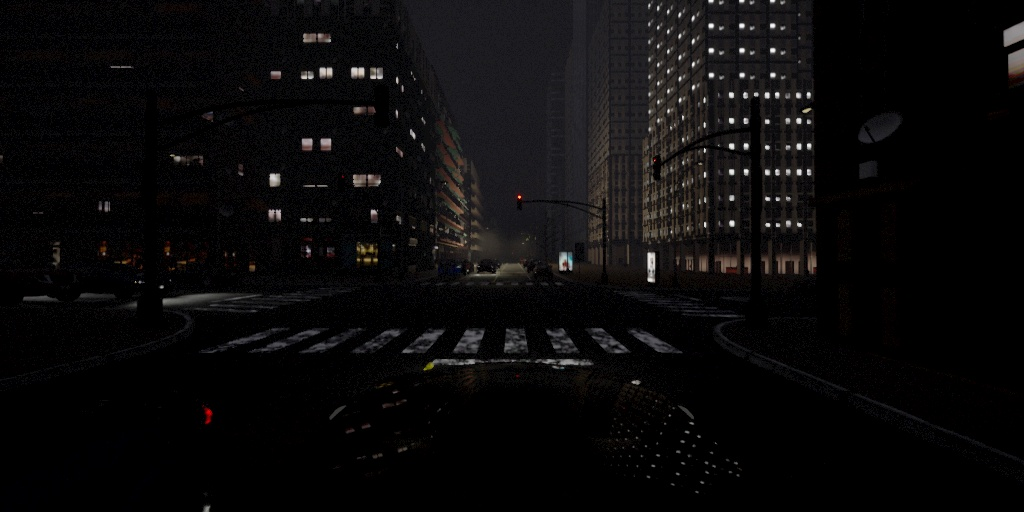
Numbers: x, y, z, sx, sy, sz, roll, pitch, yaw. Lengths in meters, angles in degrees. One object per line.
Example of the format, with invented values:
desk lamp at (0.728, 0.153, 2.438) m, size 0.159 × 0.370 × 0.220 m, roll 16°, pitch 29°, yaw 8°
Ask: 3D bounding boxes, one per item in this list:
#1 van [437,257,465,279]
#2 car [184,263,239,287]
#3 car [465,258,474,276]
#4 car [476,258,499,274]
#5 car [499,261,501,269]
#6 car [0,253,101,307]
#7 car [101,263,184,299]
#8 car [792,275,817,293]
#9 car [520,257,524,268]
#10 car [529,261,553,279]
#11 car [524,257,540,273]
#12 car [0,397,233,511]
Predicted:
van at (-5.613, 1.098, 32.511) m, size 1.690 × 1.789 × 3.998 m, roll 0°, pitch 0°, yaw 0°
car at (-18.745, 1.101, 21.370) m, size 4.313 × 1.339 × 1.948 m, roll 0°, pitch 0°, yaw 0°
car at (-5.600, 1.074, 38.039) m, size 2.192 × 1.841 × 5.009 m, roll 0°, pitch 0°, yaw 0°
car at (-2.903, 1.108, 41.294) m, size 2.097 × 1.767 × 4.553 m, roll 0°, pitch 0°, yaw 0°
car at (-2.861, 1.227, 58.159) m, size 1.882 × 1.535 × 5.008 m, roll 0°, pitch 0°, yaw 0°
car at (-18.744, 0.782, 12.990) m, size 5.009 × 1.841 × 2.192 m, roll 0°, pitch 0°, yaw 0°
car at (-17.582, 1.031, 15.610) m, size 4.674 × 1.442 × 1.812 m, roll 1°, pitch 0°, yaw 0°
car at (19.443, 1.641, 21.680) m, size 4.403 × 1.370 × 2.007 m, roll 0°, pitch 0°, yaw 0°
car at (2.836, 1.212, 60.127) m, size 1.967 × 1.591 × 4.097 m, roll 0°, pitch 0°, yaw 0°
car at (2.768, 1.339, 32.489) m, size 1.802 × 1.307 × 4.207 m, roll 0°, pitch 0°, yaw 0°
car at (2.795, 1.201, 43.545) m, size 1.967 × 1.591 × 4.097 m, roll 0°, pitch 0°, yaw 0°
car at (-3.001, 1.318, 0.830) m, size 1.994 × 1.385 × 4.181 m, roll 0°, pitch 0°, yaw 0°
